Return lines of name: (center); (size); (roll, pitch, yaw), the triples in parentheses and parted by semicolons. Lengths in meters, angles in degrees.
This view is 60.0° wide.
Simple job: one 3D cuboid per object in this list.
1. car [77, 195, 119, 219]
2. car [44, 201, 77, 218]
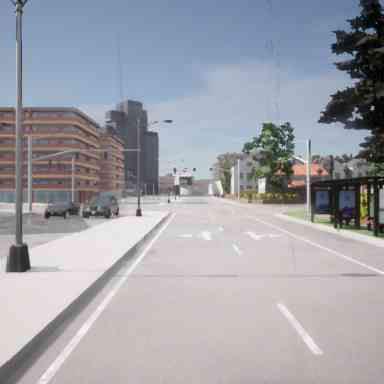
car: (-8.000, 1.324, 29.720); (2.150, 2.045, 5.566); (0, 0, 0)
car: (-11.500, 1.557, 29.750); (1.837, 1.490, 4.892); (0, 0, 0)
